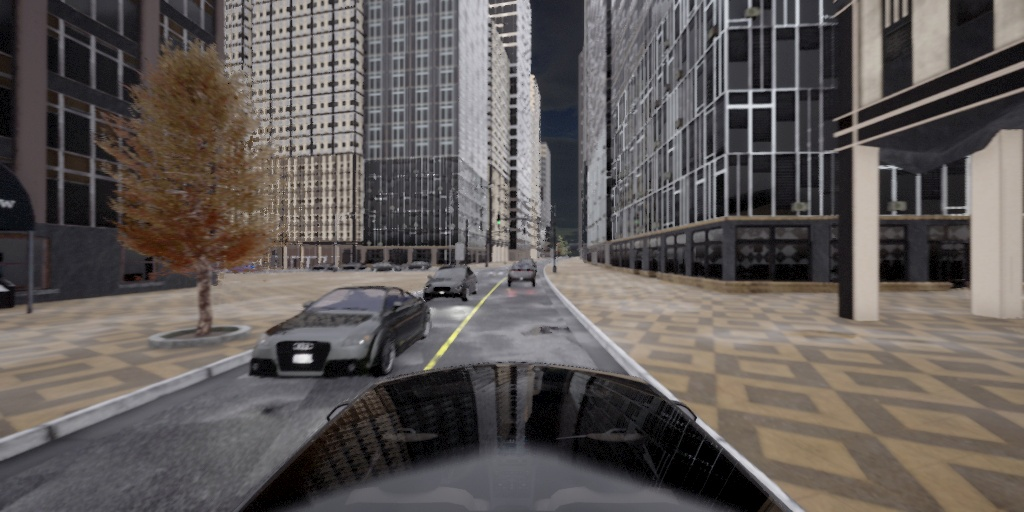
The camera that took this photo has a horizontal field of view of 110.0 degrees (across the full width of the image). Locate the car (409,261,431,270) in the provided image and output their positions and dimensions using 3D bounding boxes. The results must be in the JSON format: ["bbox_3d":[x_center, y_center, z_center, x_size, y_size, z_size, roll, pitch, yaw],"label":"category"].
[{"bbox_3d":[-14.482,1.496,55.108,4.403,1.370,2.007,0,0,12],"label":"car"}]

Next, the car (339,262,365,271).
[{"bbox_3d":[-25.465,1.695,57.538,4.313,1.339,1.948,0,0,12],"label":"car"}]

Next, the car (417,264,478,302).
[{"bbox_3d":[-2.760,1.232,17.038,1.837,1.490,4.892,0,0,2],"label":"car"}]

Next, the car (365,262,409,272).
[{"bbox_3d":[-16.291,1.470,46.925,4.403,1.370,2.007,0,0,12],"label":"car"}]

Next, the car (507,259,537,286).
[{"bbox_3d":[0.698,1.210,24.767,2.128,1.511,4.902,0,0,3],"label":"car"}]

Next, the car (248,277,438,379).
[{"bbox_3d":[-3.006,1.305,7.205,1.994,1.385,4.181,0,0,1],"label":"car"}]

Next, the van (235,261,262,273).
[{"bbox_3d":[-38.259,1.631,51.784,3.998,1.789,1.690,0,0,12],"label":"van"}]
